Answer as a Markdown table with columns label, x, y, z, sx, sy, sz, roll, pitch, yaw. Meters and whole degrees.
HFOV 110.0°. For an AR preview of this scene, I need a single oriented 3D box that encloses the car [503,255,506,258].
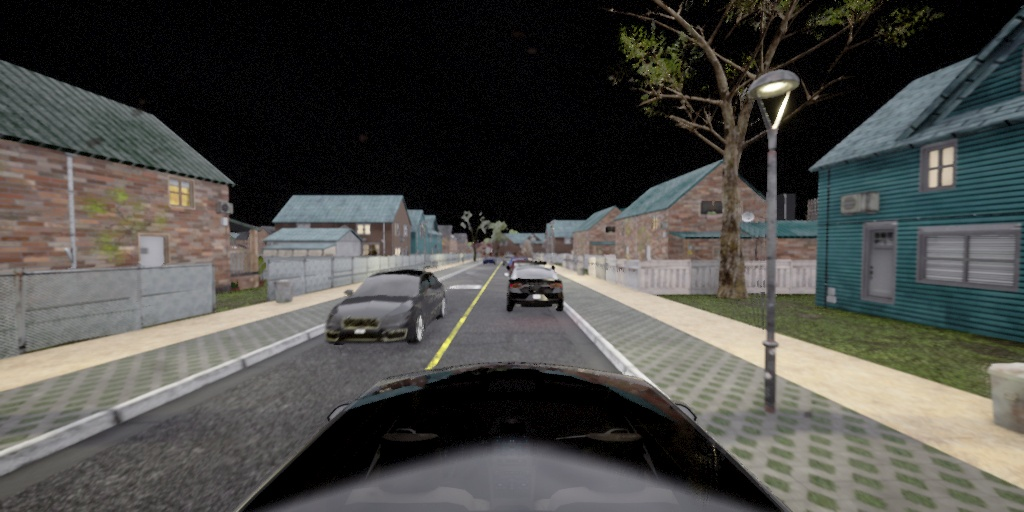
| label | x | y | z | sx | sy | sz | roll | pitch | yaw |
| --- | --- | --- | --- | --- | --- | --- | --- | --- | --- |
| car | -0.347 | 0.562 | 50.804 | 2.128 | 1.511 | 4.902 | 0 | 1 | 0 |

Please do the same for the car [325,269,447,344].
| label | x | y | z | sx | sy | sz | roll | pitch | yaw |
| --- | --- | --- | --- | --- | --- | --- | --- | --- | --- |
| car | -2.904 | 1.140 | 9.230 | 1.837 | 1.490 | 4.892 | 0 | 1 | 0 |

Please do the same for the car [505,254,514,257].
| label | x | y | z | sx | sy | sz | roll | pitch | yaw |
| --- | --- | --- | --- | --- | --- | --- | --- | --- | --- |
| car | 0.615 | 0.825 | 29.394 | 1.882 | 1.535 | 5.008 | 0 | 1 | 0 |

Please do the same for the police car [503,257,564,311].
| label | x | y | z | sx | sy | sz | roll | pitch | yaw |
| --- | --- | --- | --- | --- | --- | --- | --- | --- | --- |
| police car | 0.737 | 0.996 | 13.502 | 1.930 | 1.638 | 5.238 | 0 | 1 | 0 |

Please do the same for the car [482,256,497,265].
| label | x | y | z | sx | sy | sz | roll | pitch | yaw |
| --- | --- | --- | --- | --- | --- | --- | --- | --- | --- |
| car | -3.207 | 0.660 | 51.843 | 1.895 | 1.301 | 4.718 | 0 | 1 | 0 |
